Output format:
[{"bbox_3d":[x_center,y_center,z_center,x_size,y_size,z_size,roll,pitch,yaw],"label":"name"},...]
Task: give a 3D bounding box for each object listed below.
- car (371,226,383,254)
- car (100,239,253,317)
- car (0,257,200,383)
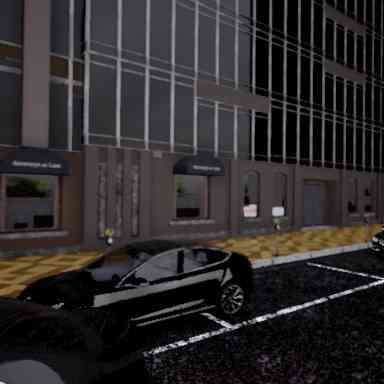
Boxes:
[{"bbox_3d":[8.501,1.653,12.582,4.403,1.369,2.008,1,0,-35],"label":"car"},{"bbox_3d":[-0.776,1.585,5.995,4.313,1.339,1.947,1,0,-35],"label":"car"},{"bbox_3d":[-2.496,1.496,1.604,4.892,1.490,1.837,0,0,-35],"label":"car"}]
